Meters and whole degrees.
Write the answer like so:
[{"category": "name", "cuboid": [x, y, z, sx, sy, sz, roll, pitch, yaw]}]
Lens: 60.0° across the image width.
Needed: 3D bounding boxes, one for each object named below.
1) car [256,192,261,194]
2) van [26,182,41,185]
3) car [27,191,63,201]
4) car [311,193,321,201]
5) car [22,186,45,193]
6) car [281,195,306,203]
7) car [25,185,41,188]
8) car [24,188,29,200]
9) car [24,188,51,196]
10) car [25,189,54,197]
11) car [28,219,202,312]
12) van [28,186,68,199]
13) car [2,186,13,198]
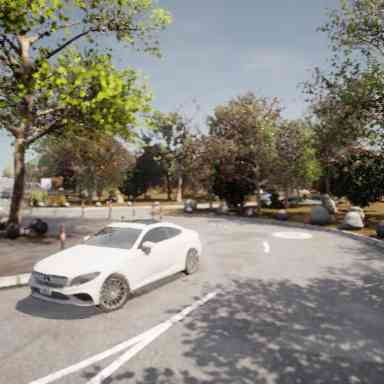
[{"category": "car", "cuboid": [13.940, -0.265, 78.050, 2.150, 2.045, 5.566, 1, 2, -28]}, {"category": "van", "cuboid": [-31.515, -0.397, 67.885, 4.442, 1.987, 1.878, 1, 2, -28]}, {"category": "car", "cuboid": [-22.386, 0.592, 50.761, 4.792, 1.488, 2.163, 1, 2, -28]}, {"category": "car", "cuboid": [22.131, 0.812, 57.646, 1.994, 1.385, 4.181, 0, 1, 7]}, {"category": "car", "cuboid": [-38.180, -0.663, 80.057, 4.792, 1.488, 2.163, 1, 2, -28]}, {"category": "car", "cuboid": [15.367, 1.044, 50.358, 4.718, 1.301, 1.895, -1, 0, -44]}, {"category": "car", "cuboid": [-26.327, 0.121, 58.081, 4.553, 1.767, 2.185, 1, 2, -28]}, {"category": "car", "cuboid": [-21.259, 0.663, 48.218, 5.366, 1.575, 1.946, 1, 2, -28]}, {"category": "car", "cuboid": [-30.312, -0.028, 65.395, 4.674, 1.452, 2.002, 1, 2, -28]}, {"category": "car", "cuboid": [-27.678, 0.181, 60.511, 4.674, 1.452, 2.002, 1, 2, -28]}, {"category": "car", "cuboid": [-1.404, 1.423, 7.825, 1.812, 1.442, 4.674, 0, 1, 30]}, {"category": "van", "cuboid": [-18.560, 0.653, 43.362, 4.442, 1.987, 1.878, 1, 2, -28]}, {"category": "car", "cuboid": [-30.359, 0.286, 54.979, 2.033, 1.411, 5.357, 1, 2, -28]}]
